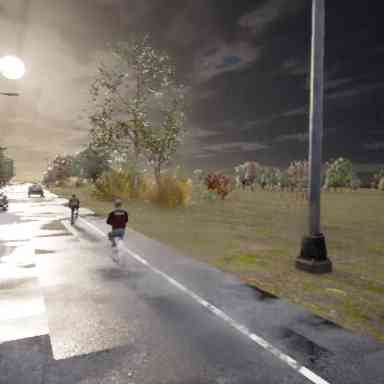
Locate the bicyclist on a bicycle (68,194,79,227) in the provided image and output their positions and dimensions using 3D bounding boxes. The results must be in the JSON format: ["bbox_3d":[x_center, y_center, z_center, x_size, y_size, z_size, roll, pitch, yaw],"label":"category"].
[{"bbox_3d":[-6.032,0.936,17.027,0.582,1.620,1.656,0,1,-27],"label":"bicyclist on a bicycle"}]

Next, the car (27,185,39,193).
[{"bbox_3d":[-32.120,-0.596,67.046,2.033,1.411,5.357,0,2,-27],"label":"car"}]

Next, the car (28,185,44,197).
[{"bbox_3d":[-23.698,-0.250,50.426,2.097,1.767,4.553,0,2,-27],"label":"car"}]

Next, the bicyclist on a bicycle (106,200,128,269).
[{"bbox_3d":[-2.099,1.107,9.161,0.659,1.776,1.843,0,2,-27],"label":"bicyclist on a bicycle"}]

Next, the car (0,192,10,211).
[{"bbox_3d":[-15.498,0.671,26.190,2.033,1.411,5.357,0,2,-27],"label":"car"}]
